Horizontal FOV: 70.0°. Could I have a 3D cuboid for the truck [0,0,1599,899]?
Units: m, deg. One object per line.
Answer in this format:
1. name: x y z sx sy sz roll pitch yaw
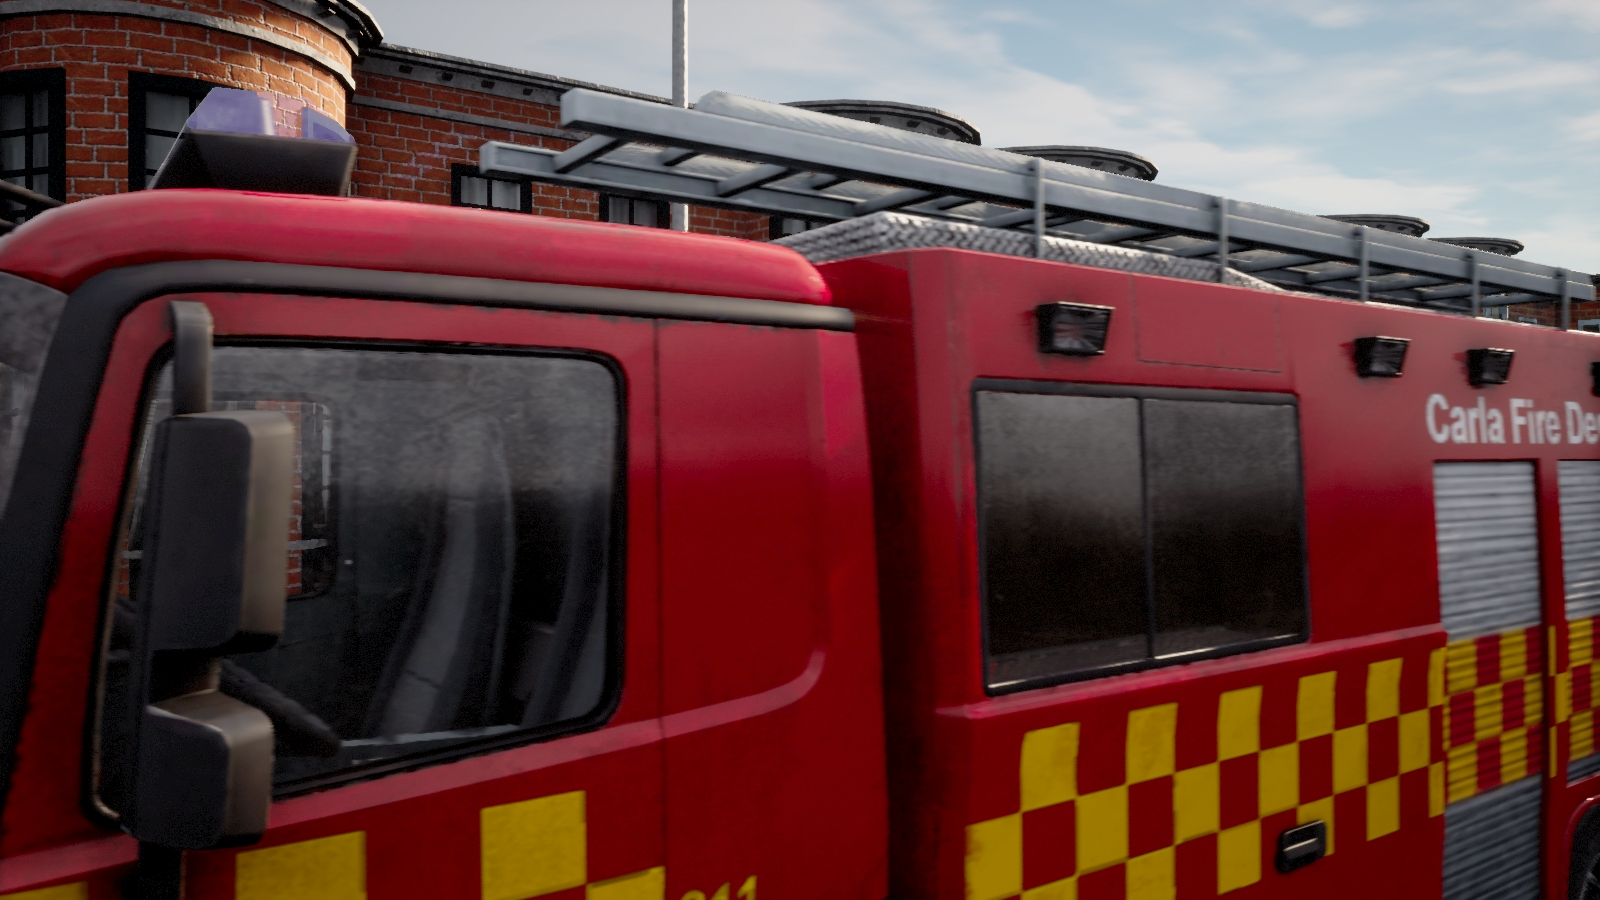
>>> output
1. truck: 1.078 0.669 5.157 8.468 3.827 2.891 0 0 -35
